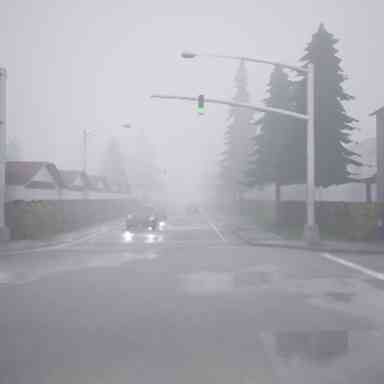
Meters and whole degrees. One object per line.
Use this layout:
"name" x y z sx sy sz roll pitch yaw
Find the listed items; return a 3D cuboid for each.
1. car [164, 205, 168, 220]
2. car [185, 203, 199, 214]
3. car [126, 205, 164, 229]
"car" -3.579 2.132 35.362 2.128 1.511 4.902 0 -1 0
"car" 0.013 2.372 47.889 2.128 1.511 4.902 0 -1 0
"car" -3.595 1.812 25.235 2.097 1.767 4.553 0 -1 0
